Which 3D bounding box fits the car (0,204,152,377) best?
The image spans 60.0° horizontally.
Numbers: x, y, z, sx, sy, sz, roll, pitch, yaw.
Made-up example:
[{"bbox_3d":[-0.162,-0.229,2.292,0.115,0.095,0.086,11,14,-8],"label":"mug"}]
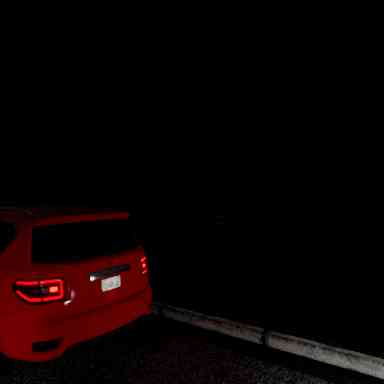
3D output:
[{"bbox_3d":[-3.199,1.229,5.659,5.566,2.045,2.150,0,0,35],"label":"car"}]
